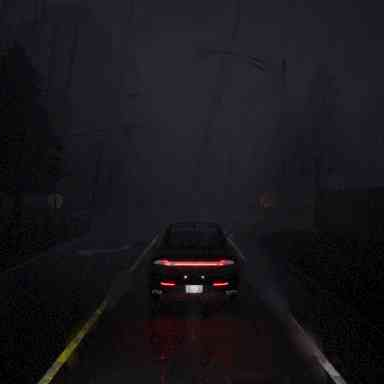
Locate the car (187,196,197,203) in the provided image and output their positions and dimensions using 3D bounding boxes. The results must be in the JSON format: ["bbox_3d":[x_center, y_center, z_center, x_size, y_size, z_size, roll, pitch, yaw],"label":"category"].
[{"bbox_3d":[0.047,1.491,69.512,2.128,1.511,4.902,0,0,0],"label":"car"}]

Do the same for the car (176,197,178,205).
[{"bbox_3d":[-3.535,1.478,60.161,1.882,1.535,5.008,0,1,0],"label":"car"}]

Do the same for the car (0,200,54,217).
[{"bbox_3d":[-14.641,1.520,29.213,4.892,1.490,1.837,0,1,1],"label":"car"}]

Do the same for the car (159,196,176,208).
[{"bbox_3d":[-3.554,1.526,46.878,1.812,1.442,4.674,0,0,0],"label":"car"}]

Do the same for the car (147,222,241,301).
[{"bbox_3d":[0.059,1.492,8.281,2.128,1.511,4.902,0,0,0],"label":"car"}]
